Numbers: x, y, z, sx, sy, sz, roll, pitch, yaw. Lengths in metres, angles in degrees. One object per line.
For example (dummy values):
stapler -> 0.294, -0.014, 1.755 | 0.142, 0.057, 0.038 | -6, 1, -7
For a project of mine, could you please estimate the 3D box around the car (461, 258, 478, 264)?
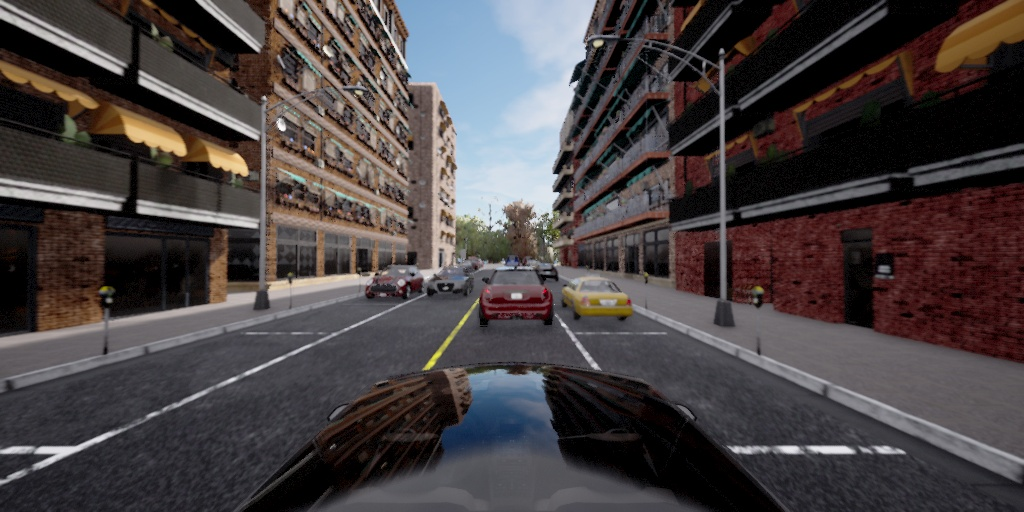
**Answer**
car -> -5.824, 1.299, 45.676 | 2.007, 1.370, 4.403 | 0, 0, 0

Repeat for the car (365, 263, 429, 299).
car -> -5.710, 1.189, 17.835 | 1.967, 1.591, 4.097 | 0, 0, 0

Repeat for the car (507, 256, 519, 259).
car -> 0.096, 0.970, 54.670 | 2.150, 2.045, 5.566 | 0, 0, 0

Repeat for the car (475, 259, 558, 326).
car -> 0.085, 1.101, 11.788 | 2.097, 1.767, 4.553 | 0, 0, -1

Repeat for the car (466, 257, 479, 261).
car -> -5.824, 1.063, 51.244 | 2.192, 1.841, 5.009 | 0, 0, 0

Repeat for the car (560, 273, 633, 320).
car -> 2.699, 1.274, 12.406 | 1.751, 1.417, 4.829 | 0, 0, 0

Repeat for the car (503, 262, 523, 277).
car -> 0.097, 1.312, 37.023 | 1.994, 1.385, 4.181 | 0, 0, 0

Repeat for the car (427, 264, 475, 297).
car -> -3.100, 1.312, 18.716 | 1.994, 1.385, 4.181 | 0, 0, 0
